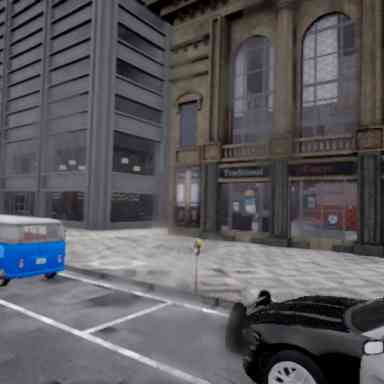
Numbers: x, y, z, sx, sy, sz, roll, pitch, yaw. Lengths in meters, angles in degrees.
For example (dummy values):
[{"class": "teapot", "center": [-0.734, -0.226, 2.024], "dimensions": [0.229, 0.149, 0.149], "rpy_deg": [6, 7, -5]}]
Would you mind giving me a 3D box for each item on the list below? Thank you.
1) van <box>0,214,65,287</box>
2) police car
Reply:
[{"class": "van", "center": [-5.489, 1.595, 9.899], "dimensions": [3.998, 1.788, 1.690], "rpy_deg": [0, -3, 36]}, {"class": "police car", "center": [2.829, 1.657, 3.403], "dimensions": [5.238, 1.638, 1.930], "rpy_deg": [0, -3, 36]}]
